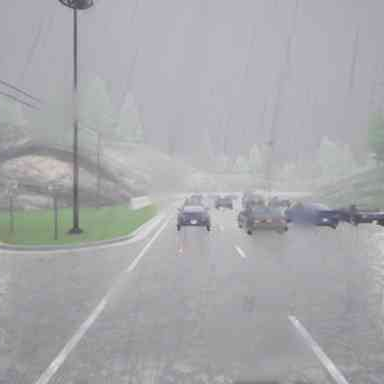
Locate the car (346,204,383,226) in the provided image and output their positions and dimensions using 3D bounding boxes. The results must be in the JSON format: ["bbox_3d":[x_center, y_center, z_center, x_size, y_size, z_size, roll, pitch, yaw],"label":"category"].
[{"bbox_3d":[10.605,1.434,21.494,1.895,1.301,4.718,0,0,0],"label":"car"}]

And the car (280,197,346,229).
[{"bbox_3d":[7.104,1.321,20.201,1.882,1.535,5.008,0,0,0],"label":"car"}]

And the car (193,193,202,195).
[{"bbox_3d":[1.152,0.948,68.822,1.882,1.535,5.008,0,0,13],"label":"car"}]

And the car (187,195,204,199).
[{"bbox_3d":[0.107,1.311,37.509,1.895,1.301,4.718,0,0,0],"label":"car"}]

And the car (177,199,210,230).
[{"bbox_3d":[0.089,1.374,19.586,1.812,1.442,4.674,0,0,0],"label":"car"}]

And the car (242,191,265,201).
[{"bbox_3d":[7.107,1.053,38.733,2.097,1.767,4.553,0,0,0],"label":"car"}]

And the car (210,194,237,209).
[{"bbox_3d":[3.607,1.191,38.980,2.128,1.511,4.902,0,0,0],"label":"car"}]

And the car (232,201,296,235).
[{"bbox_3d":[3.603,1.410,17.775,2.033,1.411,5.357,0,0,0],"label":"car"}]

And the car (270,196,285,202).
[{"bbox_3d":[10.594,1.216,40.082,1.812,1.442,4.674,0,0,0],"label":"car"}]
